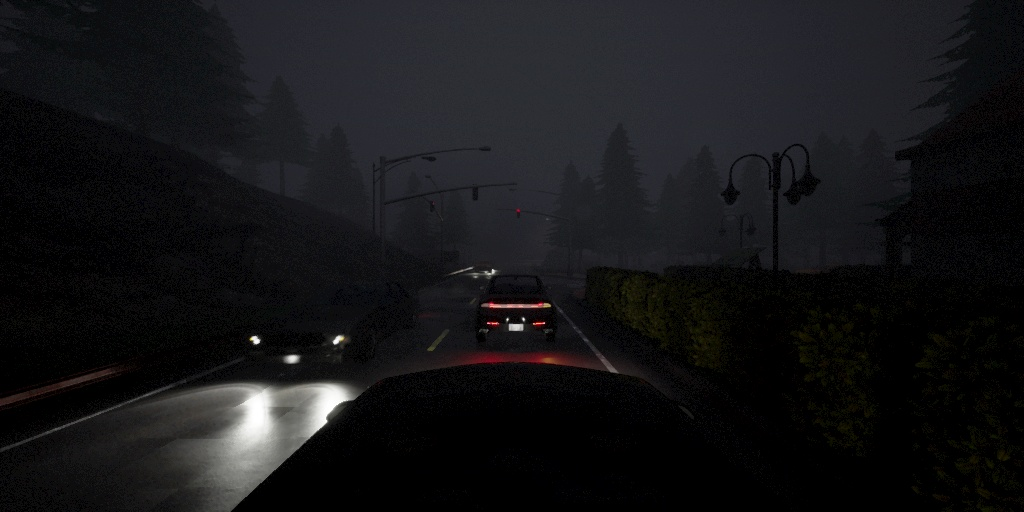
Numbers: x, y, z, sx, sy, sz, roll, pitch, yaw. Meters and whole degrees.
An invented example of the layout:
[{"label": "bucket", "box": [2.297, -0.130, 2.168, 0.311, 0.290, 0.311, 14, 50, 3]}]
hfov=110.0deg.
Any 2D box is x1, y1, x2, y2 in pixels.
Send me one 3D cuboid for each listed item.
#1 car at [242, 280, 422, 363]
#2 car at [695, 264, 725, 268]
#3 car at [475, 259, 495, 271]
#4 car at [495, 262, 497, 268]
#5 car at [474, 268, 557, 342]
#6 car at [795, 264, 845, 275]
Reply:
[{"label": "car", "box": [-3.587, 1.297, 8.505, 2.033, 1.411, 5.357, 0, 0, 0]}, {"label": "car", "box": [15.756, 1.417, 29.547, 4.892, 1.490, 1.837, 0, 0, 0]}, {"label": "car", "box": [-3.507, 1.228, 44.750, 1.882, 1.535, 5.008, 0, 0, 0]}, {"label": "car", "box": [-3.433, 1.241, 56.345, 2.128, 1.511, 4.902, 0, 0, 1]}, {"label": "car", "box": [0.095, 1.242, 9.740, 2.128, 1.511, 4.902, 0, 0, 0]}, {"label": "car", "box": [26.105, 1.390, 29.457, 5.008, 1.535, 1.882, 0, 0, 1]}]
